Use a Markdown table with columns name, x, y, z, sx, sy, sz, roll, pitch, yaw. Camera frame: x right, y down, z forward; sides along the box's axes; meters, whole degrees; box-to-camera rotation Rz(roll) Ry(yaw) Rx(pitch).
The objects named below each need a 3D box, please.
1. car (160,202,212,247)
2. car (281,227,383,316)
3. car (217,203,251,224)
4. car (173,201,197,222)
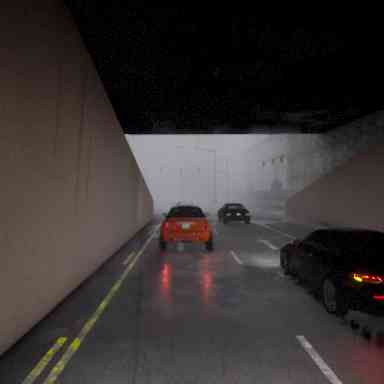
| name | x | y | z | sx | sy | sz | roll | pitch | yaw |
| --- | --- | --- | --- | --- | --- | --- | --- | --- | --- |
| car | -0.278 | 1.351 | 15.121 | 2.097 | 1.767 | 4.553 | 0 | 0 | -1 |
| car | 3.383 | 1.505 | 7.350 | 1.812 | 1.442 | 4.674 | 0 | 0 | -1 |
| car | 3.003 | 1.526 | 24.436 | 2.033 | 1.411 | 5.357 | 0 | 0 | -1 |
| car | -0.565 | 1.525 | 26.998 | 1.812 | 1.442 | 4.674 | 0 | 0 | -1 |
